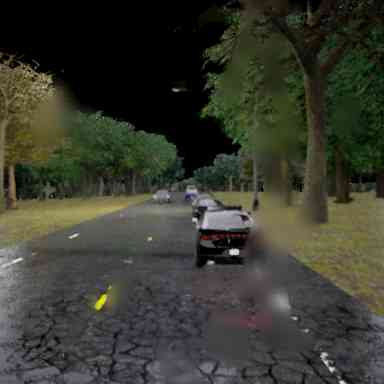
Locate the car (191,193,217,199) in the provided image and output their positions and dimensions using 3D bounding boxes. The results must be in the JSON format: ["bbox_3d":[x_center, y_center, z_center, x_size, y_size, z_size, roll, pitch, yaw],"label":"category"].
[{"bbox_3d":[1.031,1.080,20.669,1.882,1.535,5.008,0,1,0],"label":"car"}]

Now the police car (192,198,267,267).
[{"bbox_3d":[1.040,1.223,10.777,1.930,1.638,5.238,0,1,0],"label":"police car"}]

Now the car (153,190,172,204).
[{"bbox_3d":[-3.628,0.505,41.321,2.097,1.767,4.553,0,1,0],"label":"car"}]

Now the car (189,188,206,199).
[{"bbox_3d":[1.025,0.829,26.636,2.097,1.767,4.553,0,1,0],"label":"car"}]

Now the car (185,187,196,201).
[{"bbox_3d":[-0.013,0.466,48.379,1.882,1.535,5.008,0,1,0],"label":"car"}]
